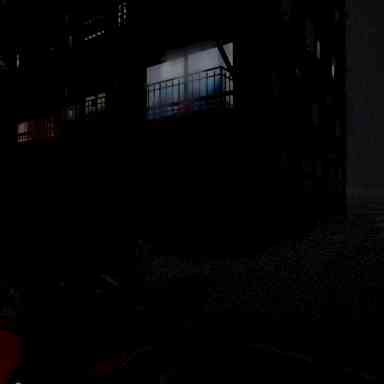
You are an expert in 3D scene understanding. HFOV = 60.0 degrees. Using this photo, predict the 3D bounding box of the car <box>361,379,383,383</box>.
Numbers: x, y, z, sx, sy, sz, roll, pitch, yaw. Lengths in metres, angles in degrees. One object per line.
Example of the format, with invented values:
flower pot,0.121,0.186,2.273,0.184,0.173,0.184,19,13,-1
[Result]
car,2.555,1.566,1.052,4.313,1.339,1.947,0,0,36

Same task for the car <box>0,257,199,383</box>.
car,-2.032,1.545,4.327,4.507,1.381,1.887,0,0,36
